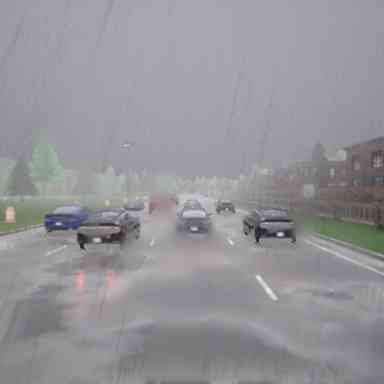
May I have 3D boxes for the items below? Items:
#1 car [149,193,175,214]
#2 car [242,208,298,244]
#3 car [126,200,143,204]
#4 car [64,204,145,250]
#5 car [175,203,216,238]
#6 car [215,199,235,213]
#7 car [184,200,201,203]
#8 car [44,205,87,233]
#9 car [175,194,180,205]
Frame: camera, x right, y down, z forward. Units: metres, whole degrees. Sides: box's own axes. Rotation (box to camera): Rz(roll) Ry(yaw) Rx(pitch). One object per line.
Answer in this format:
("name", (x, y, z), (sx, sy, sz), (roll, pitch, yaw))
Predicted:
("car", (-3.401, 1.249, 36.487), (2.150, 2.045, 5.566), (0, 0, 0))
("car", (3.600, 1.504, 15.964), (2.128, 1.511, 4.902), (0, 0, 0))
("car", (-6.901, 1.594, 39.986), (1.994, 1.385, 4.181), (0, 0, 0))
("car", (-3.400, 1.502, 14.310), (2.128, 1.511, 4.902), (0, 0, 0))
("car", (0.100, 1.539, 17.668), (1.812, 1.442, 4.674), (0, 0, 0))
("car", (3.600, 1.533, 36.847), (1.837, 1.490, 4.892), (0, 0, 0))
("car", (0.099, 1.593, 37.527), (1.994, 1.385, 4.181), (0, 0, 0))
("car", (-6.901, 1.492, 19.668), (1.882, 1.535, 5.008), (0, 0, 0))
("car", (-3.437, 1.268, 58.799), (2.150, 2.045, 5.566), (0, 0, 0))
